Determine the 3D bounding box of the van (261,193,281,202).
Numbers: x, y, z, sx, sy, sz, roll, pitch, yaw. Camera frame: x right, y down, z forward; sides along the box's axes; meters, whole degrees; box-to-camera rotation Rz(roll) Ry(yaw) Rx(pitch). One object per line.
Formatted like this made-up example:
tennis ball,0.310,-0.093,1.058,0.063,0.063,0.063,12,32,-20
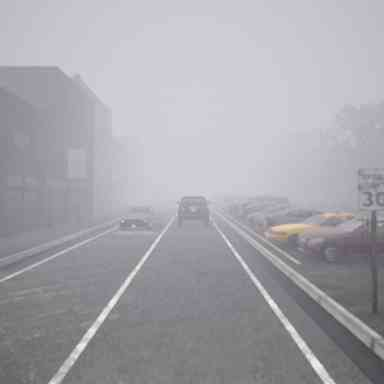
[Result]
van,19.262,1.340,80.977,4.442,1.987,1.878,0,0,0

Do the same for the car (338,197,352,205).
car,19.185,1.615,36.418,4.792,1.488,2.163,0,0,0

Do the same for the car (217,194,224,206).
car,6.134,1.467,44.805,4.553,1.767,2.185,0,0,0

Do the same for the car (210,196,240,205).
car,6.041,1.587,61.505,5.366,1.575,1.946,0,0,0

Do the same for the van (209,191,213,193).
van,6.384,1.353,72.638,4.442,1.987,1.878,0,0,0

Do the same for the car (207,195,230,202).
car,6.484,1.564,80.988,5.366,1.575,1.946,0,0,0

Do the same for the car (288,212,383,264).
car,6.058,1.604,11.547,4.674,1.452,2.002,1,0,1

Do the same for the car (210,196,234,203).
car,6.263,1.582,69.855,5.008,1.535,2.097,0,0,0

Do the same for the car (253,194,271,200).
car,19.451,1.418,92.240,4.553,1.767,2.185,0,0,0

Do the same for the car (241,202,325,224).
car,6.054,1.604,22.538,4.792,1.488,2.163,0,0,0

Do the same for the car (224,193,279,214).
car,6.086,1.331,30.888,5.566,2.045,2.435,0,0,0

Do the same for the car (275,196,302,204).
car,19.355,1.613,67.054,4.792,1.488,2.163,0,0,0

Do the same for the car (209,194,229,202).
car,6.257,1.446,78.330,4.553,1.767,2.185,0,0,0

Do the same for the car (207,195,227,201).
car,6.303,1.563,83.772,5.008,1.535,2.097,0,0,0

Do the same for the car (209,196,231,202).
car,6.284,1.577,75.422,4.892,1.521,2.231,0,0,0

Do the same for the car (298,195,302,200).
car,19.270,1.591,50.343,5.008,1.535,2.097,0,0,0

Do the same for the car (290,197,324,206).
car,19.281,1.591,55.912,5.008,1.535,2.097,0,0,0

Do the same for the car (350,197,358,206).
car,19.210,1.583,33.632,5.008,1.535,2.097,0,0,0

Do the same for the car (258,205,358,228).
car,6.092,1.598,16.972,4.792,1.488,2.163,0,0,0

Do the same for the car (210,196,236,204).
car,6.242,1.585,67.072,5.008,1.535,2.097,0,0,0

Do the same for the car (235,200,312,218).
car,6.087,1.578,25.322,4.892,1.521,2.231,0,0,0

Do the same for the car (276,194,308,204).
car,19.288,1.336,64.266,5.566,2.045,2.435,0,0,0

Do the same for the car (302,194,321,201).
car,19.227,1.340,47.556,5.566,2.045,2.435,0,0,0

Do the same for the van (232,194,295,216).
van,5.988,1.354,28.230,4.442,1.987,1.878,0,0,0

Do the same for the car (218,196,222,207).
car,6.161,1.592,42.021,4.892,1.521,2.231,0,0,0

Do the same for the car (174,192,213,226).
car,0.097,1.270,24.164,2.150,2.045,5.566,0,0,0

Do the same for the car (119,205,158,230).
car,-3.346,1.590,21.778,2.033,1.411,5.357,0,0,0

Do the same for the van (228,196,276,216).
van,6.008,1.359,33.672,4.442,1.987,1.878,0,0,0

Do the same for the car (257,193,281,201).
car,19.360,1.310,83.761,5.566,2.045,2.435,0,0,0

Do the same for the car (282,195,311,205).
car,19.275,1.463,61.482,4.553,1.767,2.185,0,0,0

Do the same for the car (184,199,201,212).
car,0.108,1.634,41.206,1.994,1.385,4.181,0,0,0

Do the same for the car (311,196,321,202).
car,19.251,1.592,44.772,4.892,1.521,2.231,0,0,0

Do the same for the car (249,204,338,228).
car,6.076,1.611,19.755,4.674,1.452,2.002,0,0,0

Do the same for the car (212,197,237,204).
car,6.239,1.628,64.288,4.674,1.452,2.002,0,0,0

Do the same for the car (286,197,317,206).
car,19.299,1.630,58.697,4.674,1.452,2.002,0,0,0

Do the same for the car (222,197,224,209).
car,6.128,1.588,36.455,4.892,1.521,2.231,0,0,0

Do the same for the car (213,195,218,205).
car,6.167,1.623,53.154,4.792,1.488,2.163,0,0,0

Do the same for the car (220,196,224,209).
car,6.330,1.586,39.237,5.366,1.575,1.946,0,0,0

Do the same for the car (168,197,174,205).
car,-3.276,1.597,62.373,1.812,1.442,4.674,0,0,1

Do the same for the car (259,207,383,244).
car,5.867,1.563,14.189,5.366,1.575,1.946,0,0,0

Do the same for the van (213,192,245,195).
van,6.089,1.367,56.001,4.442,1.987,1.878,0,0,0

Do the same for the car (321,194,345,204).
car,19.266,1.464,41.987,4.553,1.767,2.185,0,0,0

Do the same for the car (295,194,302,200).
car,19.244,1.466,53.128,4.553,1.767,2.185,0,0,0
